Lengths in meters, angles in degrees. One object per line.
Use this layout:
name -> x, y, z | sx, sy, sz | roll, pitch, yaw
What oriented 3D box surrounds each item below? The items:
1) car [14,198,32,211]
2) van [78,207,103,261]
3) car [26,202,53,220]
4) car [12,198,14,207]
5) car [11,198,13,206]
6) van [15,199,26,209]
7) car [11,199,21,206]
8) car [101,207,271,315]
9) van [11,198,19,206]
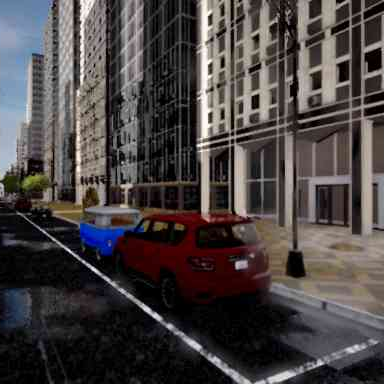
car -> -26.181, 1.993, 52.097 | 2.192, 1.841, 5.009 | -1, 0, -30
van -> -3.198, 1.494, 12.867 | 1.690, 1.788, 3.998 | -1, 0, -30
car -> -14.686, 1.966, 32.480 | 2.008, 1.369, 4.403 | -1, 0, -30
car -> -29.054, 2.058, 57.001 | 2.192, 1.841, 5.009 | -1, 0, -30
car -> -34.797, 2.313, 66.808 | 1.967, 1.590, 4.097 | -1, 0, -30
van -> -31.926, 2.149, 61.904 | 1.690, 1.788, 3.998 | -1, 0, -30
car -> -40.543, 2.442, 76.615 | 1.967, 1.590, 4.097 | -1, 0, -30
car -> -0.326, 1.402, 7.963 | 2.192, 1.841, 5.009 | -1, 0, -30
van -> -43.417, 2.408, 81.519 | 1.690, 1.788, 3.998 | -1, 0, -30
